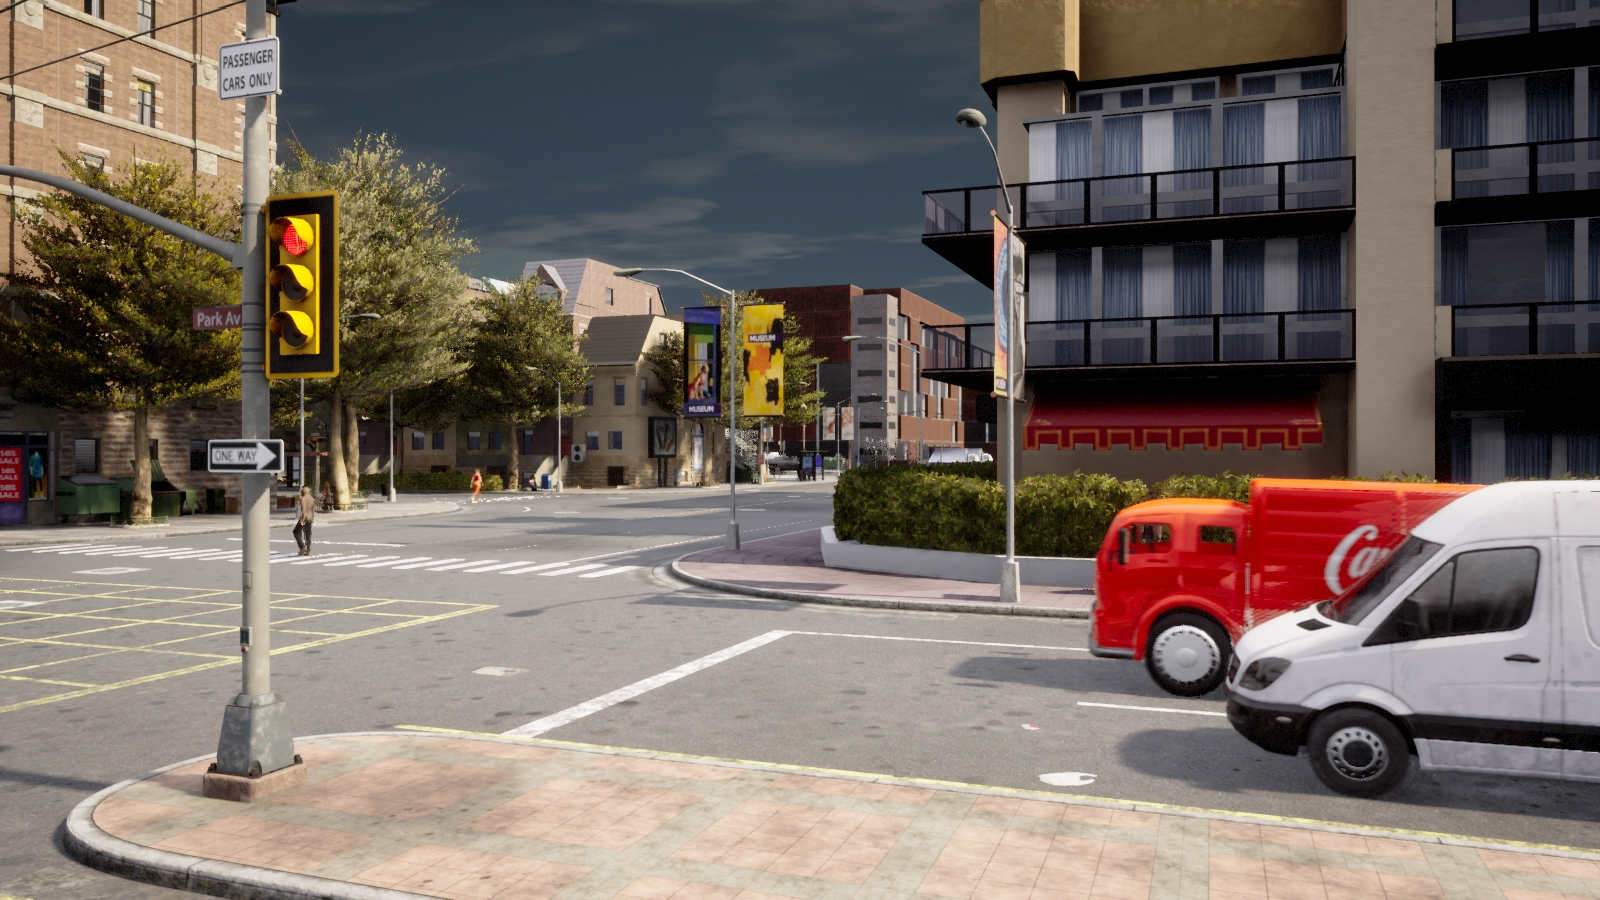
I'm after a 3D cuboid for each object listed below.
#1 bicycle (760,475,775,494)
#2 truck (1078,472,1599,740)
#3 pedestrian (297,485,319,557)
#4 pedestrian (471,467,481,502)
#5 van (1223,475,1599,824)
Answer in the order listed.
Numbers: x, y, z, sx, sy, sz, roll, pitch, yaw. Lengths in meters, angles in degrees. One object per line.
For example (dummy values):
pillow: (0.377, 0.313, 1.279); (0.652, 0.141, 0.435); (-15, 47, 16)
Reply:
bicycle: (-2.057, 2.206, 73.422); (0.373, 1.196, 1.643); (0, 0, 20)
truck: (6.093, 1.584, 13.375); (5.204, 2.467, 2.627); (1, 0, 21)
pedestrian: (-12.835, 1.849, 29.802); (0.375, 1.860, 0.375); (0, 0, 24)
pedestrian: (-17.425, 1.849, 61.479); (0.375, 1.860, 0.375); (0, 0, 17)
van: (6.653, 1.535, 9.420); (5.915, 2.561, 1.988); (0, 0, 21)
